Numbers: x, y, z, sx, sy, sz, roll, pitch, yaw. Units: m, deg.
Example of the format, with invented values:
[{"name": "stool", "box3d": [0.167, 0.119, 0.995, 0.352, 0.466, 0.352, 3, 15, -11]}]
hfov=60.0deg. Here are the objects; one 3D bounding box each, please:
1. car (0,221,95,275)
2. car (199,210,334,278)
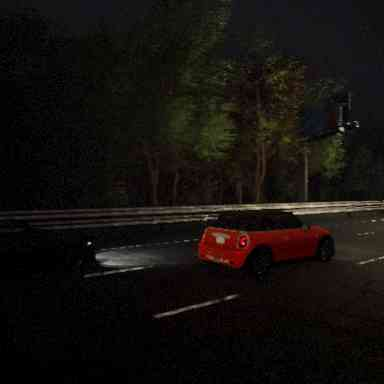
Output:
[{"name": "car", "box3d": [-4.862, 1.512, 9.178, 4.181, 1.385, 1.994, 0, 0, -37]}, {"name": "car", "box3d": [2.462, 1.341, 10.379, 4.553, 1.767, 2.097, 0, 0, -37]}]
